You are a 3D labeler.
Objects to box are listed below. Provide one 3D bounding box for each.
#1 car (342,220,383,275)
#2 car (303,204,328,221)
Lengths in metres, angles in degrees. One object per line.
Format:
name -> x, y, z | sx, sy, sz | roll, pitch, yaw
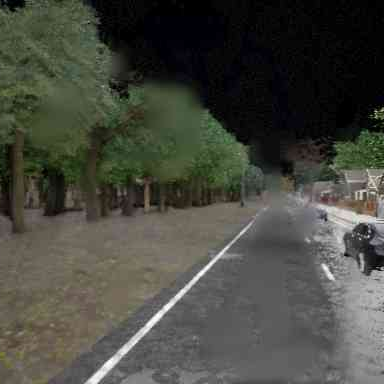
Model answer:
car -> 6.213, 1.695, 10.862 | 1.837, 1.490, 4.892 | 1, 0, 15
car -> 11.640, 1.895, 31.478 | 1.812, 1.442, 4.674 | 1, 0, 15
